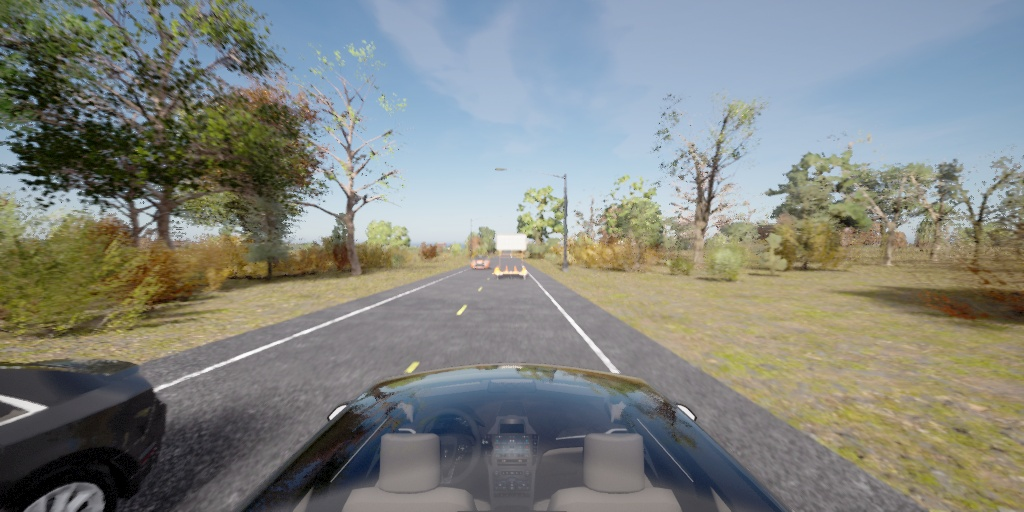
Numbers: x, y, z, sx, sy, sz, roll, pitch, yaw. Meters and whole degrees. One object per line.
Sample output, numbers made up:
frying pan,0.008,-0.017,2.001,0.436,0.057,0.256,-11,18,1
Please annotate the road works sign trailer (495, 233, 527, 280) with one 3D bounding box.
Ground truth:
road works sign trailer,-0.053,-0.025,27.965,2.380,3.560,2.880,0,0,1

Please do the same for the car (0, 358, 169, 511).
car,-3.601,1.266,0.721,1.837,1.490,4.892,0,1,0

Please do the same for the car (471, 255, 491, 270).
car,-3.721,0.726,43.255,2.097,1.767,4.553,0,0,0
